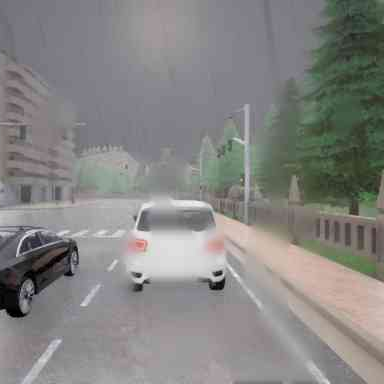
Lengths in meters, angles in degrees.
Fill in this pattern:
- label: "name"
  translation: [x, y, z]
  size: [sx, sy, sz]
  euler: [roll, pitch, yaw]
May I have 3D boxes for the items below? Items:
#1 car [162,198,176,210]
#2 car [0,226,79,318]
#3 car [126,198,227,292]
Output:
- label: "car"
  translation: [-3.096, 1.526, 44.370]
  size: [1.812, 1.442, 4.674]
  euler: [0, 0, -4]
- label: "car"
  translation: [-3.958, 1.492, 7.355]
  size: [2.128, 1.511, 4.902]
  euler: [0, 0, -3]
- label: "car"
  translation: [-0.464, 1.221, 9.130]
  size: [2.150, 2.045, 5.566]
  euler: [0, 0, -4]
